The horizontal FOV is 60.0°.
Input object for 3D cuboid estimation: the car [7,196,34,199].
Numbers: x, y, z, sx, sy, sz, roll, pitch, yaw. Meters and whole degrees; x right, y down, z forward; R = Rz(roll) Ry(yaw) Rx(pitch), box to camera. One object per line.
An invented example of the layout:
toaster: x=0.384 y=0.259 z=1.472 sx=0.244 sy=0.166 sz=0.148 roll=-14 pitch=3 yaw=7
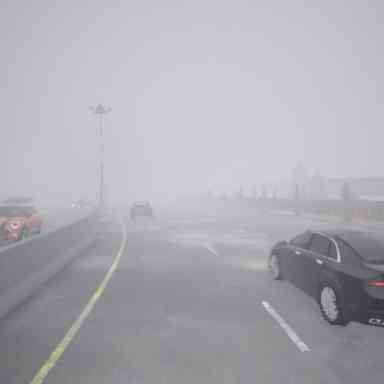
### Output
car: x=-15.589 y=1.368 z=29.916 sx=2.150 sy=2.045 sz=5.566 roll=0 pitch=0 yaw=-14

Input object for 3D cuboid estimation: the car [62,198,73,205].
car: x=-25.414 y=2.090 z=70.120 sx=2.128 sy=1.511 sz=4.902 roll=0 pitch=-2 yaw=-14

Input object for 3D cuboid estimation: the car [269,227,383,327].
car: x=3.116 y=1.499 z=7.078 sx=1.837 sy=1.490 sz=4.892 roll=0 pitch=0 yaw=-4

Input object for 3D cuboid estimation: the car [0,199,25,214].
car: x=-21.413 y=1.691 z=38.968 sx=2.128 sy=1.511 sz=4.902 roll=0 pitch=0 yaw=-14

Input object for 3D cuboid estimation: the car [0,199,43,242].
car: x=-8.869 y=1.431 z=16.286 sx=2.097 sy=1.767 sz=4.553 roll=0 pitch=0 yaw=-11

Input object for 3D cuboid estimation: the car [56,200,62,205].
car: x=-31.213 y=2.729 z=79.019 sx=1.812 sy=1.442 sz=4.674 roll=0 pitch=-4 yaw=-14

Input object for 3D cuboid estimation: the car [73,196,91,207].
car: x=-18.671 y=1.557 z=57.226 sx=2.097 sy=1.767 sz=4.553 roll=0 pitch=0 yaw=-13

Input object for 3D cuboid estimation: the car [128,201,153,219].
car: x=-4.671 y=1.563 z=30.201 sx=2.128 sy=1.511 sz=4.902 roll=0 pitch=0 yaw=-14
